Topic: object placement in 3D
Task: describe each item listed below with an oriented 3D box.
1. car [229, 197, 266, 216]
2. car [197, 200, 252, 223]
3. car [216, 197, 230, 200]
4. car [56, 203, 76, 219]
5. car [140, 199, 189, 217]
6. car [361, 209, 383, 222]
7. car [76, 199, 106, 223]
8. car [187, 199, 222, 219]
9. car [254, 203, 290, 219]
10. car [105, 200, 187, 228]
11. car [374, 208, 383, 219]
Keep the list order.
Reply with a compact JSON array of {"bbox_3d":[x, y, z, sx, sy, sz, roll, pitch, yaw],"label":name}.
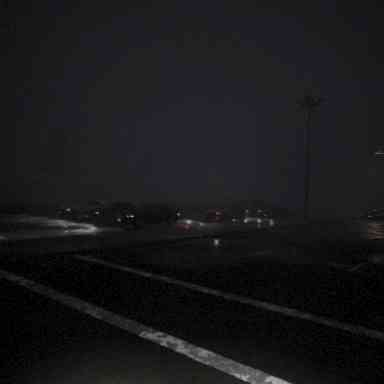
[{"bbox_3d":[7.152,1.794,40.174,2.150,2.045,5.566,2,0,39],"label":"car"},{"bbox_3d":[2.998,1.798,29.409,1.882,1.535,5.008,2,0,39],"label":"car"},{"bbox_3d":[3.988,1.666,41.826,2.150,2.045,5.566,2,-1,39],"label":"car"},{"bbox_3d":[-8.348,1.321,26.417,1.812,1.442,4.674,2,0,39],"label":"car"},{"bbox_3d":[-2.660,1.586,33.535,2.128,1.511,4.902,2,0,39],"label":"car"},{"bbox_3d":[21.613,2.778,39.639,1.994,1.385,4.181,2,0,39],"label":"car"},{"bbox_3d":[-5.655,1.427,24.190,1.812,1.442,4.674,2,0,39],"label":"car"},{"bbox_3d":[0.571,1.706,31.972,1.882,1.535,5.008,2,0,39],"label":"car"},{"bbox_3d":[9.241,2.248,37.211,1.895,1.301,4.718,2,0,39],"label":"car"},{"bbox_3d":[-2.890,1.502,22.047,2.128,1.511,4.902,2,0,39],"label":"car"},{"bbox_3d":[27.173,3.070,46.694,1.994,1.385,4.181,2,0,39],"label":"car"}]
